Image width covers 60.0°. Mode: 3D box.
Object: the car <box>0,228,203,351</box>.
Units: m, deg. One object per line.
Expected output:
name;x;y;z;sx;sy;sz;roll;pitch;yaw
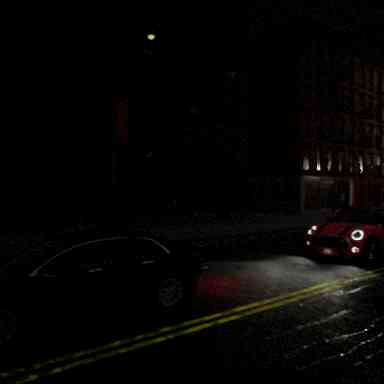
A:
car;-2.052;1.502;6.215;4.892;1.490;1.837;0;0;-35

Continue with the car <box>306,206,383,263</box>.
car;6.182;1.333;12.096;4.553;1.767;2.097;0;0;-37
